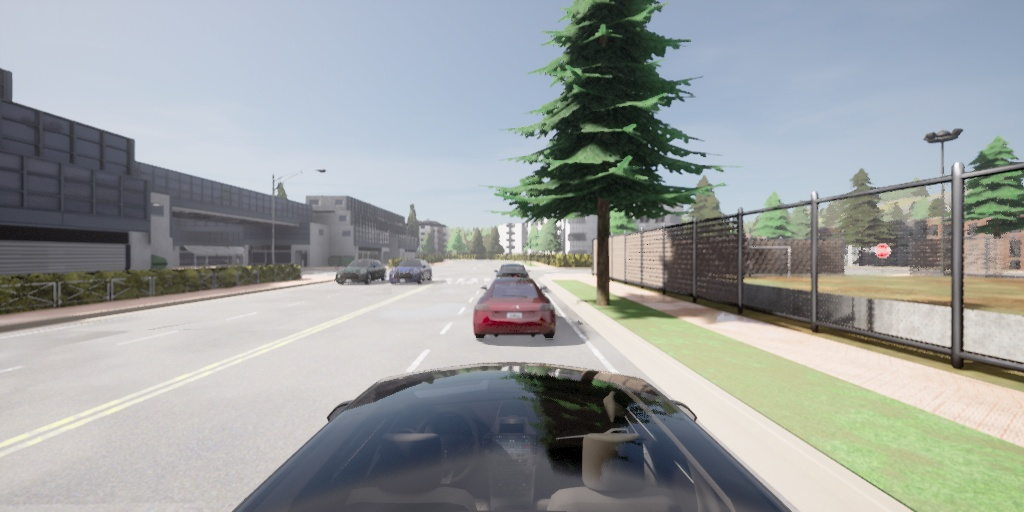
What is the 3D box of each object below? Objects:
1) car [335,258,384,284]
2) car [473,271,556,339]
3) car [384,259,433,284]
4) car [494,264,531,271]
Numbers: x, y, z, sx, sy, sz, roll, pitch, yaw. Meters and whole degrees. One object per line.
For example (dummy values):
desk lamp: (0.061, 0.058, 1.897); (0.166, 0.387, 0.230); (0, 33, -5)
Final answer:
car: (-10.596, 1.018, 25.455); (2.097, 1.767, 4.553); (0, 0, 0)
car: (0.052, 1.282, 9.966); (1.994, 1.385, 4.181); (0, 0, 0)
car: (-7.096, 1.014, 25.470); (2.097, 1.767, 4.553); (0, 0, 0)
car: (0.025, 1.183, 20.287); (1.837, 1.490, 4.892); (0, 0, 0)
